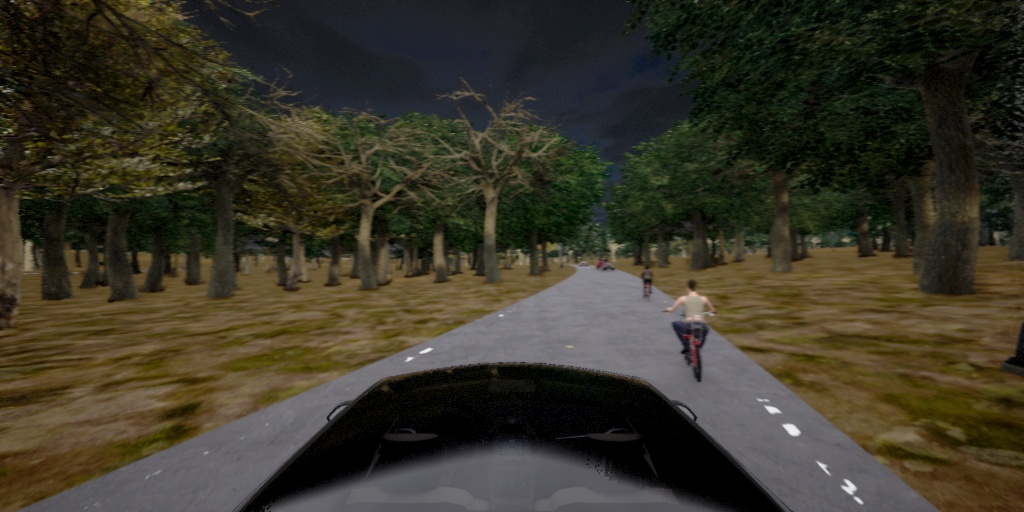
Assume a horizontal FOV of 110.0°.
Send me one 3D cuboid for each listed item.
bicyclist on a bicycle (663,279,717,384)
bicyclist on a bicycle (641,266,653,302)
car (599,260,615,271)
[{"bbox_3d":[3.056,1.194,6.099,0.866,1.612,1.509,-1,-1,18],"label":"bicyclist on a bicycle"},{"bbox_3d":[6.240,1.288,16.538,0.582,1.620,1.656,-1,-1,16],"label":"bicyclist on a bicycle"},{"bbox_3d":[15.994,1.824,59.820,1.895,1.301,4.718,-1,-1,11],"label":"car"}]
